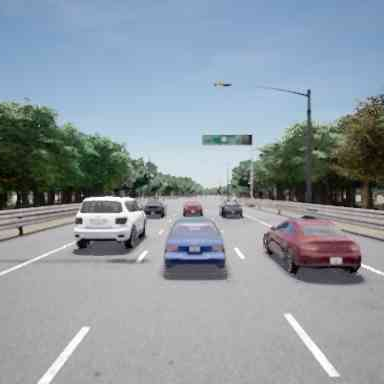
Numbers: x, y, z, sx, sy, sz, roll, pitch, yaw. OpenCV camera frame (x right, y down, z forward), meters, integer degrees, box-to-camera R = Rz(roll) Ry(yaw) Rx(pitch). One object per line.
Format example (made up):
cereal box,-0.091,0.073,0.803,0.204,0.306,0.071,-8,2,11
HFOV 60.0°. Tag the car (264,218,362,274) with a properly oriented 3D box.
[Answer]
car,3.577,1.537,10.532,1.812,1.442,4.674,0,0,0

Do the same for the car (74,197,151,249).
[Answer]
car,-3.409,1.238,14.821,2.150,2.045,5.566,0,0,0

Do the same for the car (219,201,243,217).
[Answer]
car,3.591,1.539,31.256,2.128,1.511,4.902,0,0,0

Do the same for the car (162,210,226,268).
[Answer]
car,0.083,1.561,11.286,2.033,1.411,5.357,0,0,0

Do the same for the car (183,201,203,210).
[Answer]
car,0.091,1.576,32.345,1.812,1.442,4.674,0,0,0

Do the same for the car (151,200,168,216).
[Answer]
car,-3.409,1.553,31.318,1.837,1.490,4.892,0,0,0
